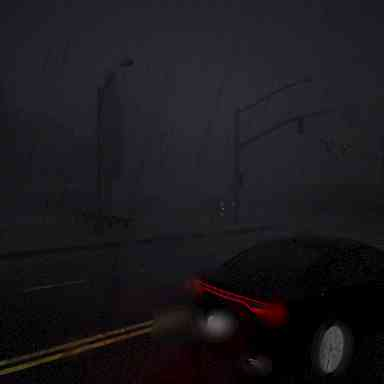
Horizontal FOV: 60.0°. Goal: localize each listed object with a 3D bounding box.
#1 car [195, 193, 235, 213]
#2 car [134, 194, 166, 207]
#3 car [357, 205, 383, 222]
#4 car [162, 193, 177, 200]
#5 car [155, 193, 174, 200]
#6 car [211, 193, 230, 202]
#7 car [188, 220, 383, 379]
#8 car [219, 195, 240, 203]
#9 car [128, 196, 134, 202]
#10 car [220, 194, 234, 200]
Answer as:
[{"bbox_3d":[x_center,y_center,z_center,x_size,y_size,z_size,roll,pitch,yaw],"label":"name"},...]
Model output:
[{"bbox_3d":[2.803,1.351,37.548,2.097,1.767,4.553,0,0,-35],"label":"car"},{"bbox_3d":[-6.474,1.492,50.801,2.128,1.511,4.902,0,0,-35],"label":"car"},{"bbox_3d":[13.426,1.564,22.399,1.994,1.385,4.181,0,0,-35],"label":"car"},{"bbox_3d":[-5.646,1.156,86.848,3.866,1.878,1.905,0,0,-37],"label":"car"},{"bbox_3d":[-7.324,1.153,89.207,4.605,1.855,1.932,0,0,-37],"label":"car"},{"bbox_3d":[6.059,1.156,71.098,3.866,1.878,1.905,0,0,-37],"label":"car"},{"bbox_3d":[2.261,1.478,5.619,5.008,1.535,1.882,0,0,-37],"label":"car"},{"bbox_3d":[7.773,1.395,68.764,3.806,1.475,1.970,0,0,-37],"label":"car"},{"bbox_3d":[-11.669,1.540,70.554,2.033,1.411,5.357,0,0,-35],"label":"car"},{"bbox_3d":[10.003,1.395,95.066,3.806,1.475,1.970,0,0,-37],"label":"car"}]
